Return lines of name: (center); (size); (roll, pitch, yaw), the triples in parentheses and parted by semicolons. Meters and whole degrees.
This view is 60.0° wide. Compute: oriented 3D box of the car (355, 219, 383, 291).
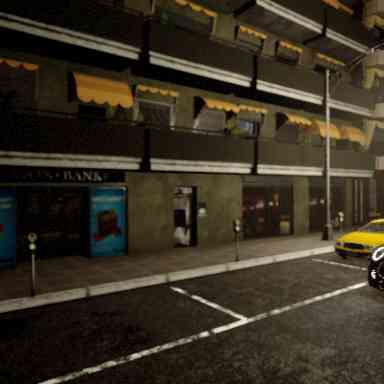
car: (6.077, 1.342, 7.715); (4.553, 1.767, 2.097); (0, 0, -36)

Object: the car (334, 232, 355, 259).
car: (6.768, 1.512, 11.400); (4.829, 1.417, 1.752); (0, 0, -36)
